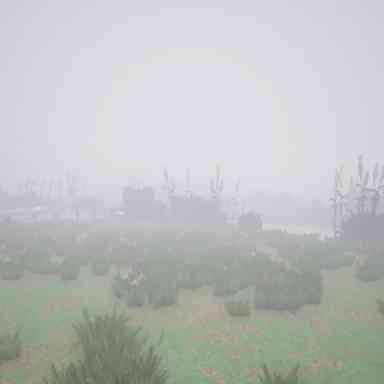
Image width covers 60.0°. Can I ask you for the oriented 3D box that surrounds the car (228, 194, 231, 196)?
[{"bbox_3d":[4.254,0.867,46.431,1.882,1.535,5.008,0,-2,43],"label":"car"}]

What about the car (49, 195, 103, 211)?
[{"bbox_3d":[-10.458,1.107,30.343,1.837,1.490,4.892,0,3,41],"label":"car"}]

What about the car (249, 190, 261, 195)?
[{"bbox_3d":[10.224,0.765,47.494,2.150,2.045,5.566,0,-2,44],"label":"car"}]
